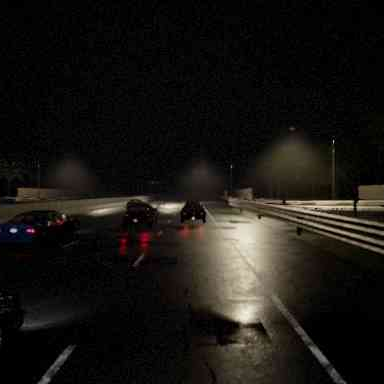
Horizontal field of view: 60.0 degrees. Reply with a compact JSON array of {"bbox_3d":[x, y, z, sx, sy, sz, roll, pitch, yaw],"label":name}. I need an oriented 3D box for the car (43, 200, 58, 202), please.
[{"bbox_3d":[-17.565,1.650,41.004,1.895,1.301,4.718,0,0,0],"label":"car"}]

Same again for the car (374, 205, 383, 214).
[{"bbox_3d":[19.496,1.407,31.097,1.837,1.490,4.892,1,-2,-20],"label":"car"}]

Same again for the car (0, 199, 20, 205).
[{"bbox_3d":[-21.086,1.515,37.024,1.882,1.535,5.008,0,0,0],"label":"car"}]

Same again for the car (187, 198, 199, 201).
[{"bbox_3d":[0.094,1.534,42.897,1.882,1.535,5.008,0,0,0],"label":"car"}]

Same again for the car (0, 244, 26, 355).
[{"bbox_3d":[-3.400,1.547,2.499,2.033,1.411,5.357,0,0,0],"label":"car"}]

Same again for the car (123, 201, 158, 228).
[{"bbox_3d":[-3.403,1.536,22.345,1.812,1.442,4.674,0,0,0],"label":"car"}]

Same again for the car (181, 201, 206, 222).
[{"bbox_3d":[0.096,1.617,26.420,1.895,1.301,4.718,0,0,0],"label":"car"}]

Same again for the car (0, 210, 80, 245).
[{"bbox_3d":[-6.902,1.551,15.407,2.033,1.411,5.357,0,0,0],"label":"car"}]

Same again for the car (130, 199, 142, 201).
[{"bbox_3d":[-6.906,1.598,41.108,2.033,1.411,5.357,0,0,0],"label":"car"}]
